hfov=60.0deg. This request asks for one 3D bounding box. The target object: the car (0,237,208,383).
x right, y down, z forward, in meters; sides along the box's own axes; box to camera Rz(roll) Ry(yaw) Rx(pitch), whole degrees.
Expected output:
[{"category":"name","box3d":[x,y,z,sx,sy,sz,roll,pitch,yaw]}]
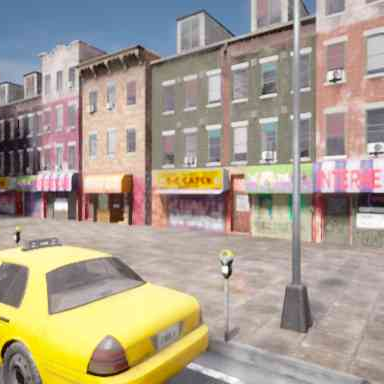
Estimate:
[{"category":"car","box3d":[-2.357,1.444,4.868,5.366,1.575,1.801,0,0,34]}]
